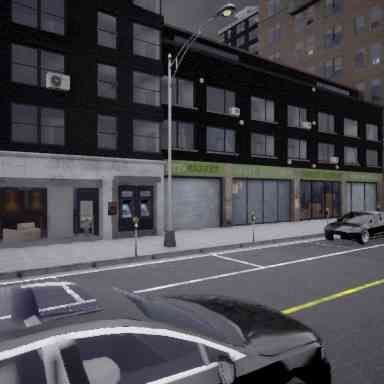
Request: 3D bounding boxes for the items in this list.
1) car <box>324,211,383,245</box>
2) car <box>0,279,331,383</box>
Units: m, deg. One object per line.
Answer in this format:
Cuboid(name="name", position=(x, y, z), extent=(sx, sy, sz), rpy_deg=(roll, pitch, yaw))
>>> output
Cuboid(name="car", position=(8.036, 1.566, 15.630), extent=(4.313, 1.339, 1.947), rpy_deg=(0, 0, -36))
Cuboid(name="car", position=(-0.905, 1.491, 2.522), extent=(4.902, 1.511, 2.128), rpy_deg=(0, 0, -35))
